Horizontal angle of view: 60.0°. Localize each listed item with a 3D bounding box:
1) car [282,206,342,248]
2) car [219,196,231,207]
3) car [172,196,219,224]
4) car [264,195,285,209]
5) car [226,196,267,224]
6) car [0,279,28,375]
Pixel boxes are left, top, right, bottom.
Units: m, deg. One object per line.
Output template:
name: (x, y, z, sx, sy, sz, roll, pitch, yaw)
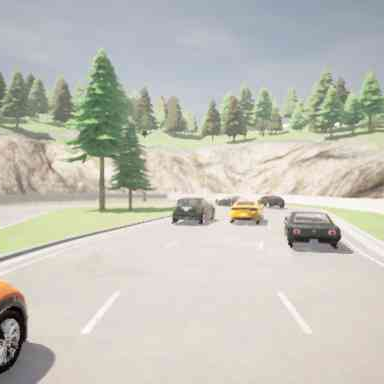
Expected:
car: (4.952, 1.462, 14.181, 1.895, 1.301, 4.718, 0, 1, 14)
car: (4.963, 1.146, 40.960, 2.033, 1.411, 5.357, 0, 1, -29)
car: (0.217, 1.126, 22.907, 2.097, 1.767, 4.553, 0, 1, 15)
car: (9.072, 1.121, 39.240, 1.837, 1.490, 4.892, 1, 0, -15)
car: (3.877, 1.251, 23.070, 1.882, 1.535, 5.008, 0, 0, 16)
car: (-3.310, 1.323, 2.679, 2.097, 1.767, 4.553, 0, 1, 1)
